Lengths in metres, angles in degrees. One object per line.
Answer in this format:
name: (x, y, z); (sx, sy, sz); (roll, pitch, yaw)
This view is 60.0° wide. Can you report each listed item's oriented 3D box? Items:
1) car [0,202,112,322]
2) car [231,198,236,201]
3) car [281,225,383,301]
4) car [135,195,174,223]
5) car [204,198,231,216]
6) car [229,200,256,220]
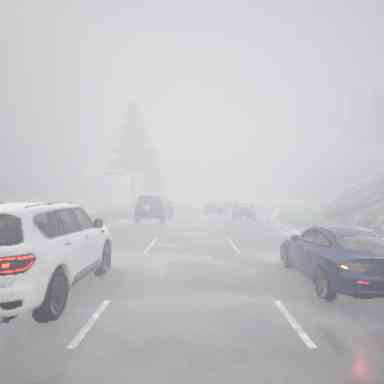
car: (-3.400, 1.231, 7.381); (2.150, 2.045, 5.566); (0, 0, 0)
car: (5.159, 1.577, 43.692); (1.812, 1.442, 4.674); (0, 0, 16)
car: (3.600, 1.535, 8.239); (1.812, 1.442, 4.674); (0, 0, 0)
car: (-2.865, 1.254, 25.939); (2.150, 2.045, 5.566); (0, 0, 6)
car: (2.414, 1.566, 33.747); (1.812, 1.442, 4.674); (0, 0, 15)
car: (4.559, 1.634, 28.624); (1.895, 1.301, 4.718); (0, 0, 11)
